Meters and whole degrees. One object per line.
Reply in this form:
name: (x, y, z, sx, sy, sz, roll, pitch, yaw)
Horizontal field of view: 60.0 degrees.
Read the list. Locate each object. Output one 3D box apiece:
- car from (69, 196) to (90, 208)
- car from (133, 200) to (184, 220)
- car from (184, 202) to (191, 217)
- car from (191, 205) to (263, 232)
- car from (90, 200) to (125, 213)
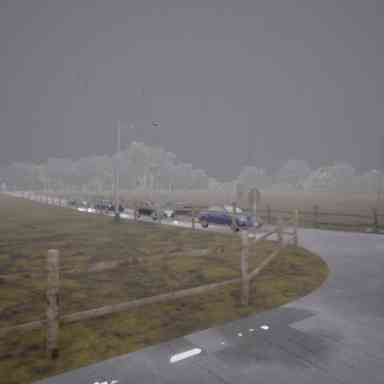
car: (-14.916, 1.241, 44.064, 2.128, 1.511, 4.902, 1, 0, -35)
car: (-3.175, 1.484, 27.754, 2.128, 1.511, 4.902, 1, -1, -36)
car: (-1.753, 1.548, 30.816, 1.837, 1.490, 4.892, 1, -1, -36)
car: (2.203, 1.520, 20.263, 1.812, 1.442, 4.674, 1, -1, -35)
car: (-8.972, 1.514, 35.775, 1.895, 1.301, 4.718, 1, 0, -36)
